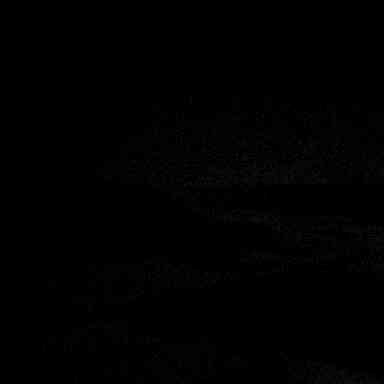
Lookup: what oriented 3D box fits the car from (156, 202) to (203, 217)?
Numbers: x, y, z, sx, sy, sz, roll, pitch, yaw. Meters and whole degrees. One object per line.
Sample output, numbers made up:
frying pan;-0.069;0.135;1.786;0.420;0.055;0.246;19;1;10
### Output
car;-1.118;1.674;32.957;2.033;1.411;5.357;0;0;-35
